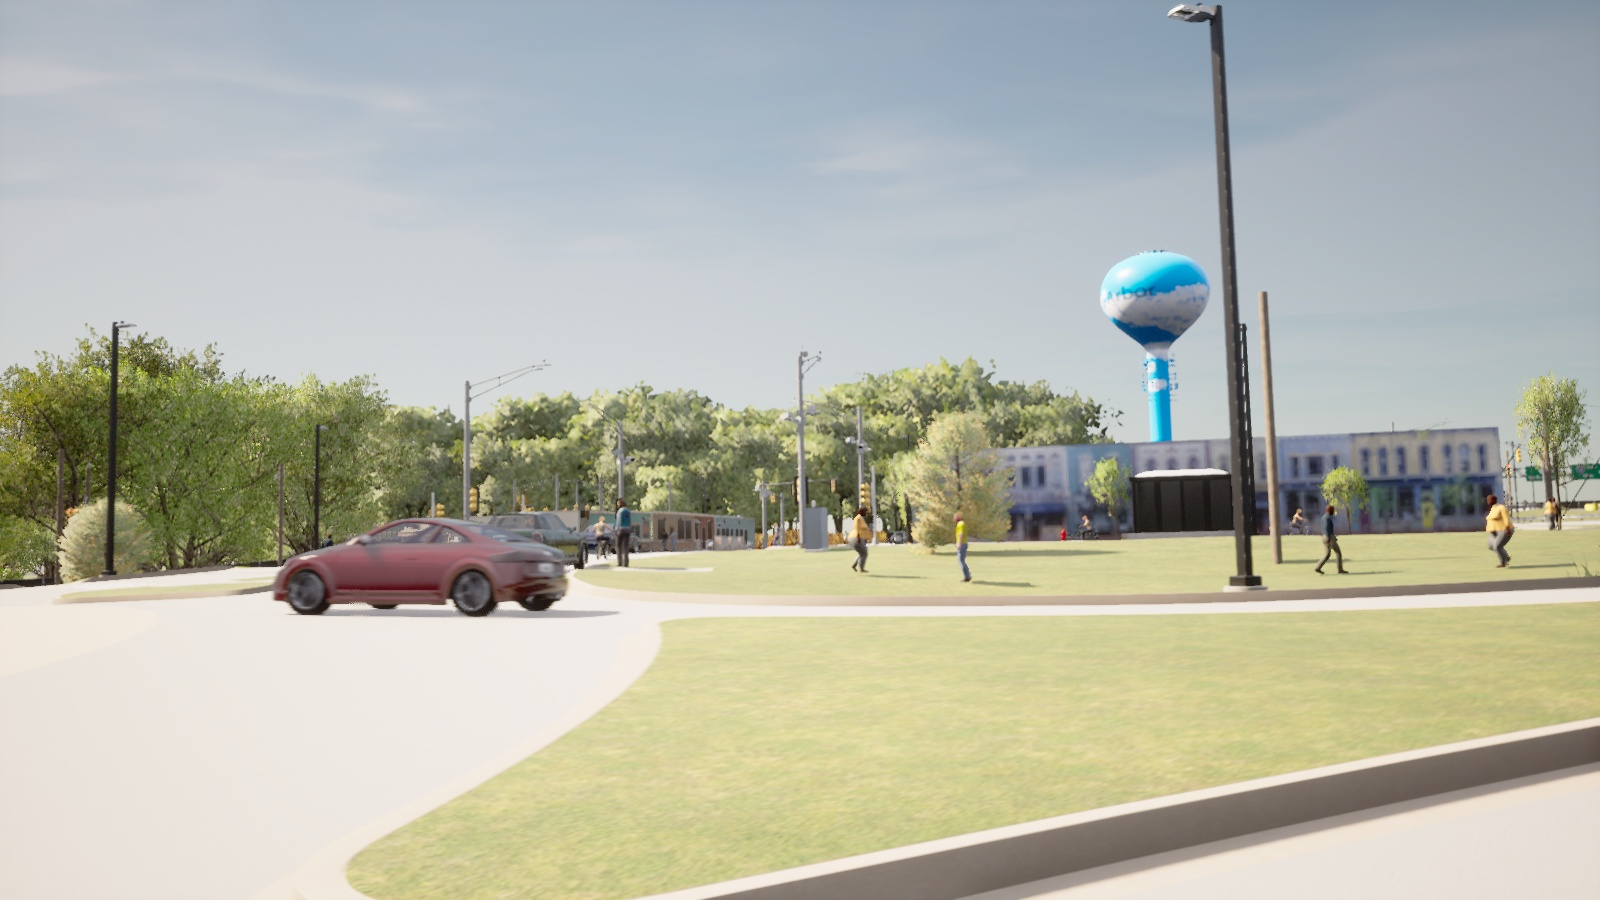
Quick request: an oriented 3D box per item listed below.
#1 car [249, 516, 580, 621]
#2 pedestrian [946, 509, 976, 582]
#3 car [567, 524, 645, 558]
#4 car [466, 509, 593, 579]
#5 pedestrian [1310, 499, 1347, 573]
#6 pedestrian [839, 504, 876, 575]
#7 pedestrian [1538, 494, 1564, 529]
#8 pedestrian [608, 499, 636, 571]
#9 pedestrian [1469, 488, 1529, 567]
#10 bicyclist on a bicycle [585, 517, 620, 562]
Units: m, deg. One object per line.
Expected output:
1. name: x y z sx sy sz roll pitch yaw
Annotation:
1. car: -5.554 1.715 18.258 4.181 1.385 1.994 -2 -5 17
2. pedestrian: 4.178 2.476 32.571 0.706 1.836 0.354 -2 -5 8
3. car: -8.814 4.138 57.459 2.033 1.411 5.357 -2 -4 8
4. car: -7.362 2.547 34.678 2.097 1.767 4.553 -2 -3 6
5. pedestrian: 13.460 2.193 31.995 0.726 1.835 0.370 -3 -5 12
6. pedestrian: 1.565 2.429 34.076 0.900 1.855 0.874 -2 -5 7
7. pedestrian: 41.143 3.374 68.817 0.900 1.855 0.874 -3 -5 14
8. pedestrian: -4.836 2.305 34.132 0.396 1.930 0.692 3 -7 -44
9. pedestrian: 16.911 1.875 30.392 0.900 1.855 0.874 -2 -5 9
10. bicyclist on a bicycle: -7.270 3.289 46.315 0.866 1.612 1.509 -2 -3 7
